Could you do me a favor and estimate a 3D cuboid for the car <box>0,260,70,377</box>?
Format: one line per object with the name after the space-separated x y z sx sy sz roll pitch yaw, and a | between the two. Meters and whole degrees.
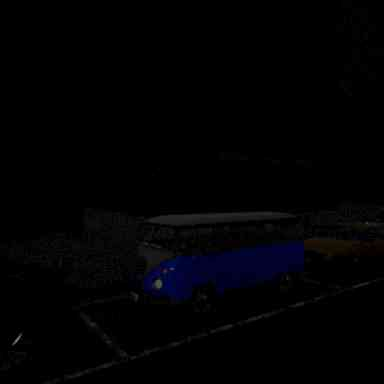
-3.742 1.566 3.982 4.313 1.339 1.947 0 0 -36 | car

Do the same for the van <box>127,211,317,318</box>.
0.684 1.338 7.141 3.998 1.788 1.690 0 0 -36 | van

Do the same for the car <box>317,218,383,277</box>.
4.972 1.519 10.200 4.829 1.417 1.752 0 0 -36 | car
